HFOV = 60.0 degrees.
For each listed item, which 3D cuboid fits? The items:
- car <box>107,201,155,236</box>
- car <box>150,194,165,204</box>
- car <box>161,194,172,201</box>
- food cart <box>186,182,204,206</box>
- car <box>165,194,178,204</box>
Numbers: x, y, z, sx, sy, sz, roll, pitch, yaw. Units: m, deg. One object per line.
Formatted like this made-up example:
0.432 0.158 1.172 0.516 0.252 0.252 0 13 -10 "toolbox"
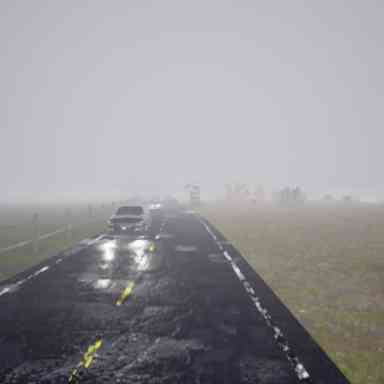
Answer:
-3.236 1.432 17.858 1.837 1.490 4.892 0 0 -2 "car"
-6.335 1.329 57.984 2.128 1.511 4.902 0 0 -6 "car"
-5.791 1.240 75.102 2.033 1.411 5.357 0 0 -9 "car"
0.416 0.322 50.817 2.280 3.560 4.660 -1 -1 -6 "food cart"
-3.607 1.444 59.294 1.895 1.301 4.718 0 0 -7 "car"
